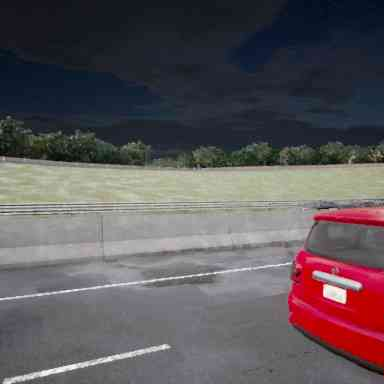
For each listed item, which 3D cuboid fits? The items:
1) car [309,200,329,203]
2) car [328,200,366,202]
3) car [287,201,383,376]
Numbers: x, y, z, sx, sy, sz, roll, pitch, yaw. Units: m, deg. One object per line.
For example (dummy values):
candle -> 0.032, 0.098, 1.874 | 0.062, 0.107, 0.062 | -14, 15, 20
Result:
car -> 12.544, 1.518, 32.728 | 4.902, 1.511, 2.128 | 0, 0, -26
car -> 15.060, 1.530, 30.064 | 4.892, 1.490, 1.837 | 0, 0, -26
car -> 4.006, 1.224, 4.927 | 5.566, 2.045, 2.150 | 0, 0, -26
